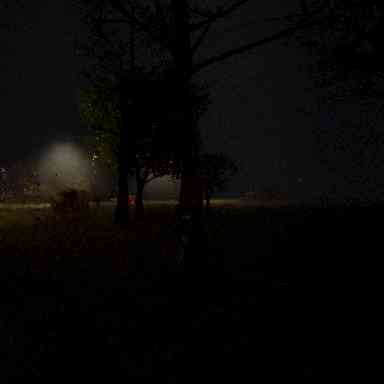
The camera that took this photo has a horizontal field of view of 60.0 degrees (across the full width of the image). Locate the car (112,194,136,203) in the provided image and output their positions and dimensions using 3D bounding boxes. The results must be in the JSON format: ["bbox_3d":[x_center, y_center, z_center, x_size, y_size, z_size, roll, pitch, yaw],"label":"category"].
[{"bbox_3d":[-12.037,1.079,62.115,2.097,1.767,4.553,-2,-1,36],"label":"car"}]

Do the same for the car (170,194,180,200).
[{"bbox_3d":[-3.124,1.117,74.634,1.812,1.442,4.674,-2,-1,35],"label":"car"}]
